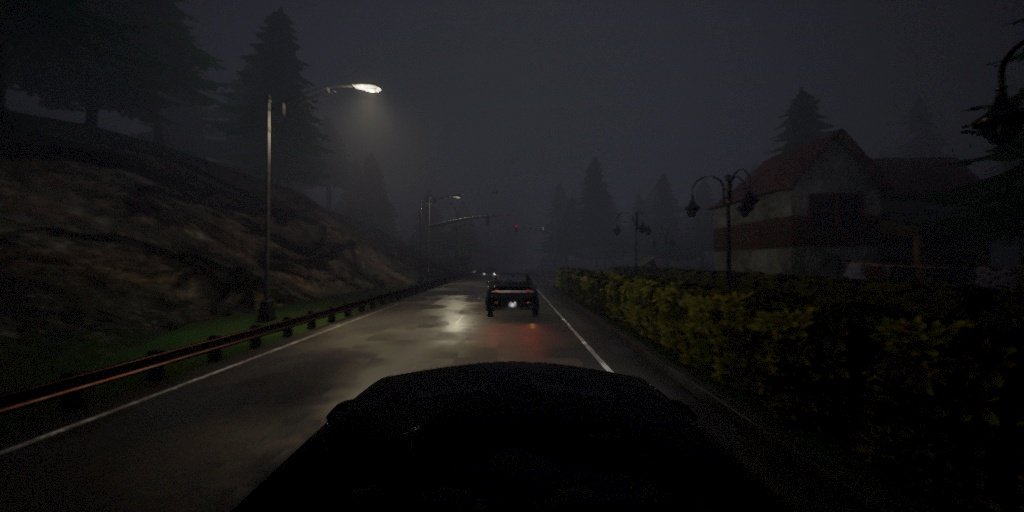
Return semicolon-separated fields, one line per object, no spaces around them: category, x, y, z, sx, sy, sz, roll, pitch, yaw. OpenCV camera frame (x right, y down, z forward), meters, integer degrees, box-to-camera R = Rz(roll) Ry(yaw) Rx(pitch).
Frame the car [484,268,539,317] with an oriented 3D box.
car;0.039;1.412;14.124;2.128;1.511;4.902;0;-1;1

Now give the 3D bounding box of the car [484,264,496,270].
car;-3.567;2.013;58.906;1.882;1.535;5.008;0;-1;1
